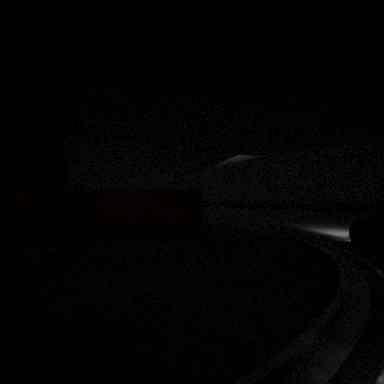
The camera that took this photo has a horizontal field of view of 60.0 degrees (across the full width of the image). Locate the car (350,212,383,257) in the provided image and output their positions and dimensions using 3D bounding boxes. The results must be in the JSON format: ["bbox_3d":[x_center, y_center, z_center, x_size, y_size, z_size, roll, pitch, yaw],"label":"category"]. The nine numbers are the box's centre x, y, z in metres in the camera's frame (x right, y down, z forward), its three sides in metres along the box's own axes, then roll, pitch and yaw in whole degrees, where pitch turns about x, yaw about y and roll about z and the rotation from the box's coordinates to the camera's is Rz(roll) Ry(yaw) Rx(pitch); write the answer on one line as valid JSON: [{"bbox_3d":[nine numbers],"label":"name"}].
[{"bbox_3d":[7.828,1.550,13.125,2.128,1.511,4.902,0,0,7],"label":"car"}]
